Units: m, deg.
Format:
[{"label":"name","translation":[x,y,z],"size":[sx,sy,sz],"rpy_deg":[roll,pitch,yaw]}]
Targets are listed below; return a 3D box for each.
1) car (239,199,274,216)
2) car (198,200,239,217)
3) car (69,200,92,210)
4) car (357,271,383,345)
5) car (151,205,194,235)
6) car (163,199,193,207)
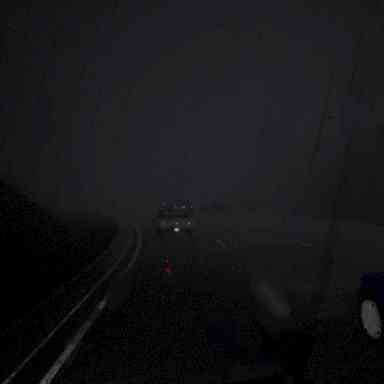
[{"label":"car","translation":[5.971,1.472,32.195],"size":[1.837,1.490,4.892],"rpy_deg":[1,-1,-20]},{"label":"car","translation":[2.208,1.488,32.285],"size":[1.882,1.535,5.008],"rpy_deg":[0,0,-22]},{"label":"car","translation":[-16.231,1.804,48.196],"size":[1.994,1.385,4.181],"rpy_deg":[0,0,-43]},{"label":"car","translation":[3.578,1.440,3.305],"size":[1.882,1.535,5.008],"rpy_deg":[0,0,-1]},{"label":"car","translation":[-1.270,1.637,19.059],"size":[1.895,1.301,4.718],"rpy_deg":[-1,0,-13]},{"label":"car","translation":[-1.511,1.404,30.892],"size":[2.097,1.767,4.553],"rpy_deg":[-1,0,-22]}]
